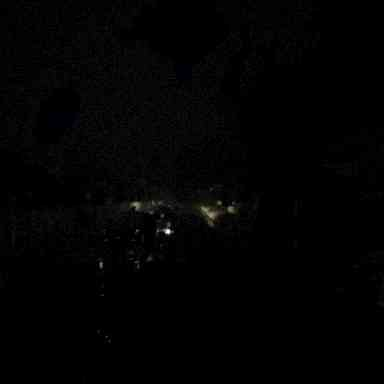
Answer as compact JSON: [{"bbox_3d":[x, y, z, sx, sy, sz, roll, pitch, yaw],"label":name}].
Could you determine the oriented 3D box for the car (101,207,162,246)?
[{"bbox_3d":[-2.999,1.725,16.829,1.882,1.535,5.008,0,-1,5],"label":"car"}]

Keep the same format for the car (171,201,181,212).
[{"bbox_3d":[-2.784,2.233,53.331,2.097,1.767,4.553,0,-1,0],"label":"car"}]

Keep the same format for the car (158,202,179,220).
[{"bbox_3d":[-2.771,2.019,33.740,2.128,1.511,4.902,0,-1,0],"label":"car"}]
